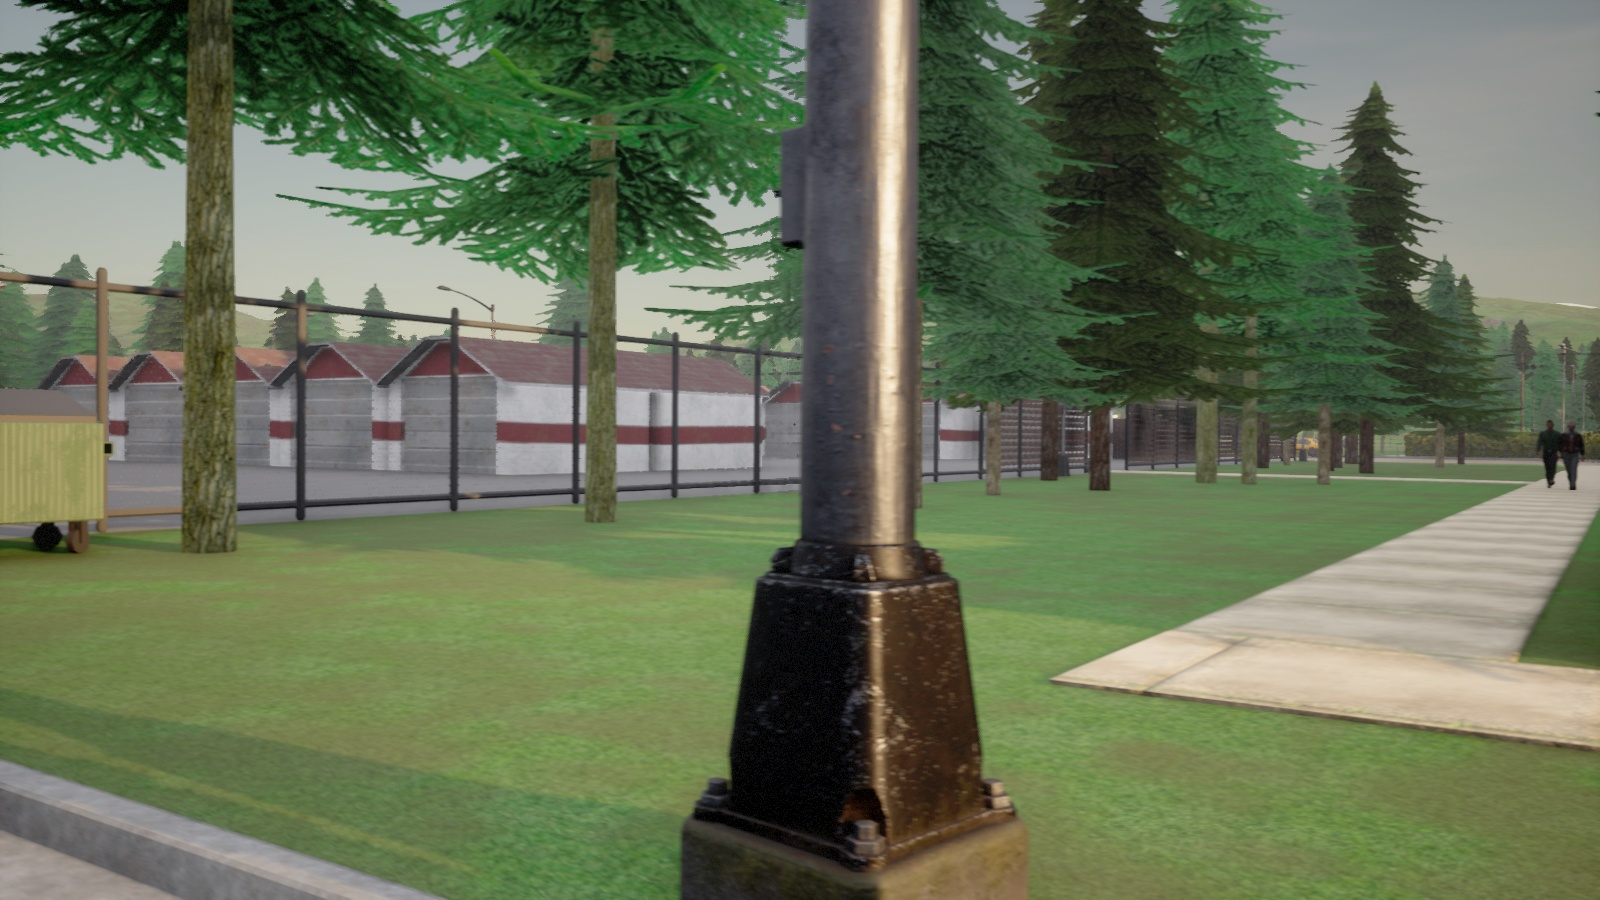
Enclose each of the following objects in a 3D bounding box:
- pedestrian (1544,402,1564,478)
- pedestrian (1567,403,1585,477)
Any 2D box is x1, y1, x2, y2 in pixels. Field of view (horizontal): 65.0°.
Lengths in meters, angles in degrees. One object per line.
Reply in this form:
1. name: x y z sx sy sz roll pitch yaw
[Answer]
1. pedestrian: 19.636 -0.264 32.705 0.423 1.949 0.788 0 1 33
2. pedestrian: 19.687 -0.253 31.844 0.376 1.854 0.720 0 1 33
